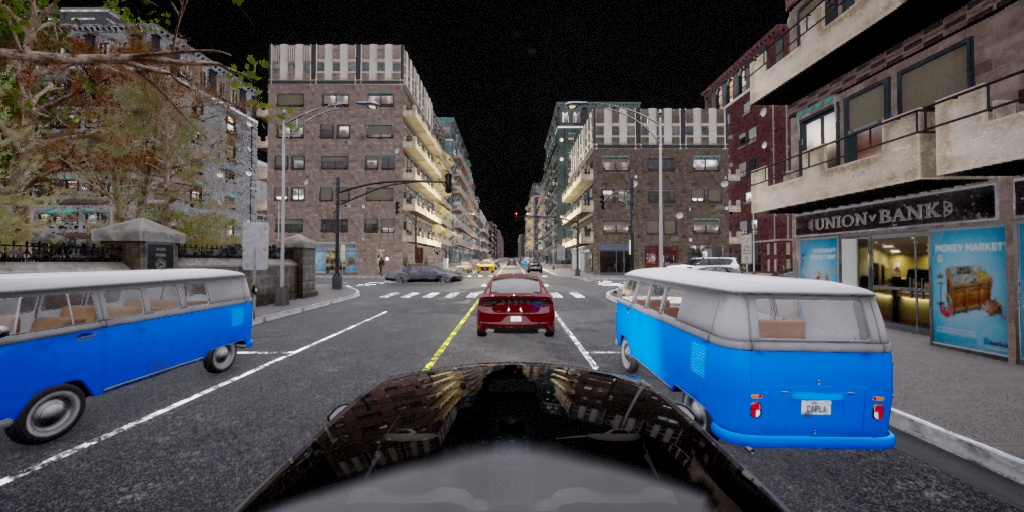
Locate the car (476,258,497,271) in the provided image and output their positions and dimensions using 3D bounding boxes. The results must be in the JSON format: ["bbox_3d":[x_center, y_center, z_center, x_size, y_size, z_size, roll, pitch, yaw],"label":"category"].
[{"bbox_3d":[-3.132,1.242,43.627,1.882,1.535,5.008,0,0,0],"label":"car"}]

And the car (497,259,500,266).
[{"bbox_3d":[-3.133,1.316,53.588,2.033,1.411,5.357,0,0,0],"label":"car"}]

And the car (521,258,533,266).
[{"bbox_3d":[2.658,1.317,48.582,2.007,1.370,4.403,0,0,0],"label":"car"}]

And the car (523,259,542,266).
[{"bbox_3d":[2.662,1.330,42.939,1.948,1.339,4.313,0,0,0],"label":"car"}]

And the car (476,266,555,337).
[{"bbox_3d":[0.092,1.230,10.352,1.882,1.535,5.008,0,0,0],"label":"car"}]

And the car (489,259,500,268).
[{"bbox_3d":[-3.106,1.299,63.727,1.812,1.442,4.674,0,0,0],"label":"car"}]

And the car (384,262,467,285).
[{"bbox_3d":[-6.186,1.303,25.529,5.357,1.411,2.033,0,0,1],"label":"car"}]

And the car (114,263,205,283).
[{"bbox_3d":[-25.207,1.201,25.768,4.718,1.301,1.895,0,-1,1],"label":"car"}]

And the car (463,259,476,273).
[{"bbox_3d":[-5.719,1.289,42.763,1.751,1.417,4.829,0,0,0],"label":"car"}]

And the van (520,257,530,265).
[{"bbox_3d":[2.650,1.112,59.866,1.690,1.789,3.998,0,0,0],"label":"van"}]

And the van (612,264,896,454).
[{"bbox_3d":[2.656,1.092,4.992,1.690,1.789,3.998,0,0,0],"label":"van"}]

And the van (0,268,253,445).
[{"bbox_3d":[-5.658,1.092,4.988,1.690,1.789,3.998,0,0,0],"label":"van"}]

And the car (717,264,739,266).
[{"bbox_3d":[13.519,1.333,22.735,4.313,1.339,1.948,0,0,1],"label":"car"}]

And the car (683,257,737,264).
[{"bbox_3d":[15.082,1.101,28.507,5.566,2.045,2.150,0,-1,2],"label":"car"}]

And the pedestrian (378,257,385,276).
[{"bbox_3d":[-12.563,0.967,34.370,0.375,1.860,0.375,0,-1,1],"label":"pedestrian"}]
